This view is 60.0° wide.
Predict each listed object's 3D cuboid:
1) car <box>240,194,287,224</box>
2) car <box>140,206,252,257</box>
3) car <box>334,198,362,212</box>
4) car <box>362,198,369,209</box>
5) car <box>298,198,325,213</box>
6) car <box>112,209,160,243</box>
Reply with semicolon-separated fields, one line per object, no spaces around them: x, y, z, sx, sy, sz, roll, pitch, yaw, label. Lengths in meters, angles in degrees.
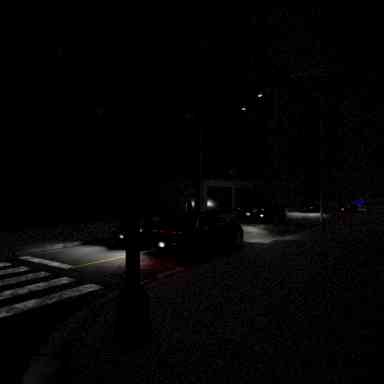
5.500;1.215;25.593;2.150;2.045;5.566;0;0;35;car
0.361;1.510;13.147;1.837;1.490;4.892;0;0;35;car
17.840;1.605;38.352;1.895;1.301;4.718;0;0;35;car
23.589;1.536;46.749;1.812;1.442;4.674;0;0;35;car
13.270;1.490;36.785;1.837;1.490;4.892;0;2;35;car
-1.567;1.519;15.361;1.812;1.442;4.674;0;0;33;car
